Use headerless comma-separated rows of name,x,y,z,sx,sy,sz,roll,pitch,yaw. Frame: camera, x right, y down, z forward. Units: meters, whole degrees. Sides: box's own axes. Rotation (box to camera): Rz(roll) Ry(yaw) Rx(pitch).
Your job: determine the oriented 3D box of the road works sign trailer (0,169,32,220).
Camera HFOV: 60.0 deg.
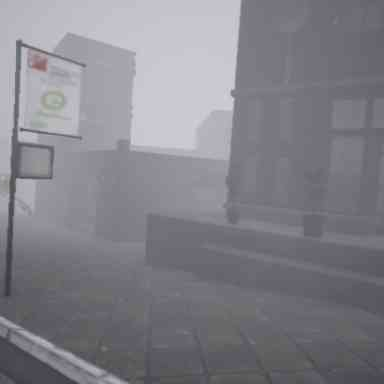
road works sign trailer,-14.265,0.709,26.387,3.560,2.880,2.380,41,-30,-2
